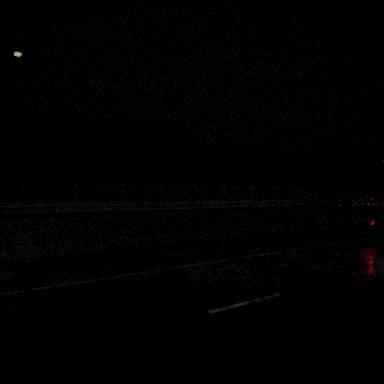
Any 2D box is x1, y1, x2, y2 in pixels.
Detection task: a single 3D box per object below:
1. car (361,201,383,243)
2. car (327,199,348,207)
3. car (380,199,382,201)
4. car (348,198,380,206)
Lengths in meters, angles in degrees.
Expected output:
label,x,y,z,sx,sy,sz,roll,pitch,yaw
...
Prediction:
label,x,y,z,sx,sy,sz,roll,pitch,yaw
car,10.129,1.439,15.279,4.553,1.767,2.097,0,0,-35
car,19.714,1.683,43.521,4.892,1.490,1.837,1,0,-34
car,23.723,1.746,37.784,4.181,1.385,1.994,0,0,-34
car,21.586,1.531,40.561,4.553,1.767,2.097,0,0,-34
